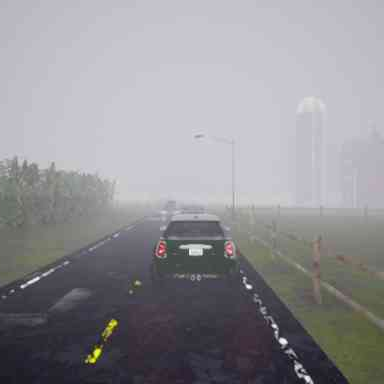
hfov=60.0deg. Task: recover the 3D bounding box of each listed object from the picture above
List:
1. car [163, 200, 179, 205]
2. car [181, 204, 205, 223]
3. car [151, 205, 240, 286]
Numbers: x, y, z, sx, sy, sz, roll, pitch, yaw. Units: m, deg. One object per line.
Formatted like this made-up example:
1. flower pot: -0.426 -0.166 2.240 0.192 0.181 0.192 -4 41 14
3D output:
1. car: -2.787 1.841 45.139 1.837 1.490 4.892 0 -1 0
2. car: 0.078 1.793 28.711 1.895 1.301 4.718 0 0 0
3. car: 0.091 1.415 9.721 2.097 1.767 4.553 0 0 0
